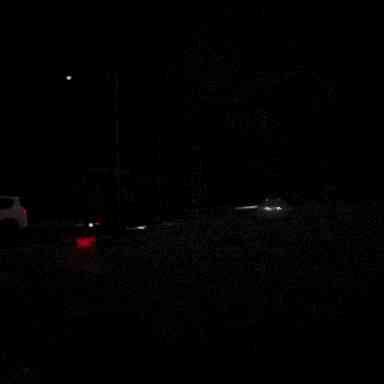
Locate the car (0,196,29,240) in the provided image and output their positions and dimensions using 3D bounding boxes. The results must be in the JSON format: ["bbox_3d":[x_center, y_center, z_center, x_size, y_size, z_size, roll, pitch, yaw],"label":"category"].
[{"bbox_3d":[-10.091,1.217,14.417,2.150,2.045,5.566,-2,0,35],"label":"car"}]

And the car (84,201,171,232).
[{"bbox_3d":[-3.605,1.339,18.439,1.837,1.490,4.892,-2,0,35],"label":"car"}]

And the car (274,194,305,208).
[{"bbox_3d":[12.369,1.134,40.909,2.128,1.511,4.902,-2,-1,35],"label":"car"}]

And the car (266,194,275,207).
[{"bbox_3d":[11.671,1.060,44.896,2.097,1.767,4.553,-2,-1,36],"label":"car"}]

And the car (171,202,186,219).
[{"bbox_3d":[-2.579,1.389,24.968,2.033,1.411,5.357,-2,0,35],"label":"car"}]
